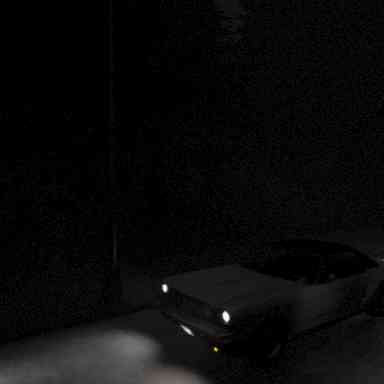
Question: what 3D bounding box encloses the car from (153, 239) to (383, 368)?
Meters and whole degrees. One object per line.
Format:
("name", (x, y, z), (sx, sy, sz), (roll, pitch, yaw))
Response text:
("car", (1.747, 1.576, 5.831), (4.718, 1.301, 1.895), (0, 0, -35))
